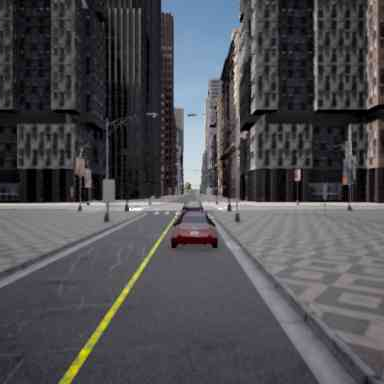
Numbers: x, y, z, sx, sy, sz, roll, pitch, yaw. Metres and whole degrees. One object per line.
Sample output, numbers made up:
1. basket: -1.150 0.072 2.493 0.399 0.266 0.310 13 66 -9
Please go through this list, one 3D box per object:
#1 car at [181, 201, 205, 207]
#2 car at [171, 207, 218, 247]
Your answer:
1. car: 0.094 1.507 28.087 1.882 1.535 5.008 0 0 1
2. car: 0.100 1.579 15.006 1.994 1.385 4.181 0 0 0
